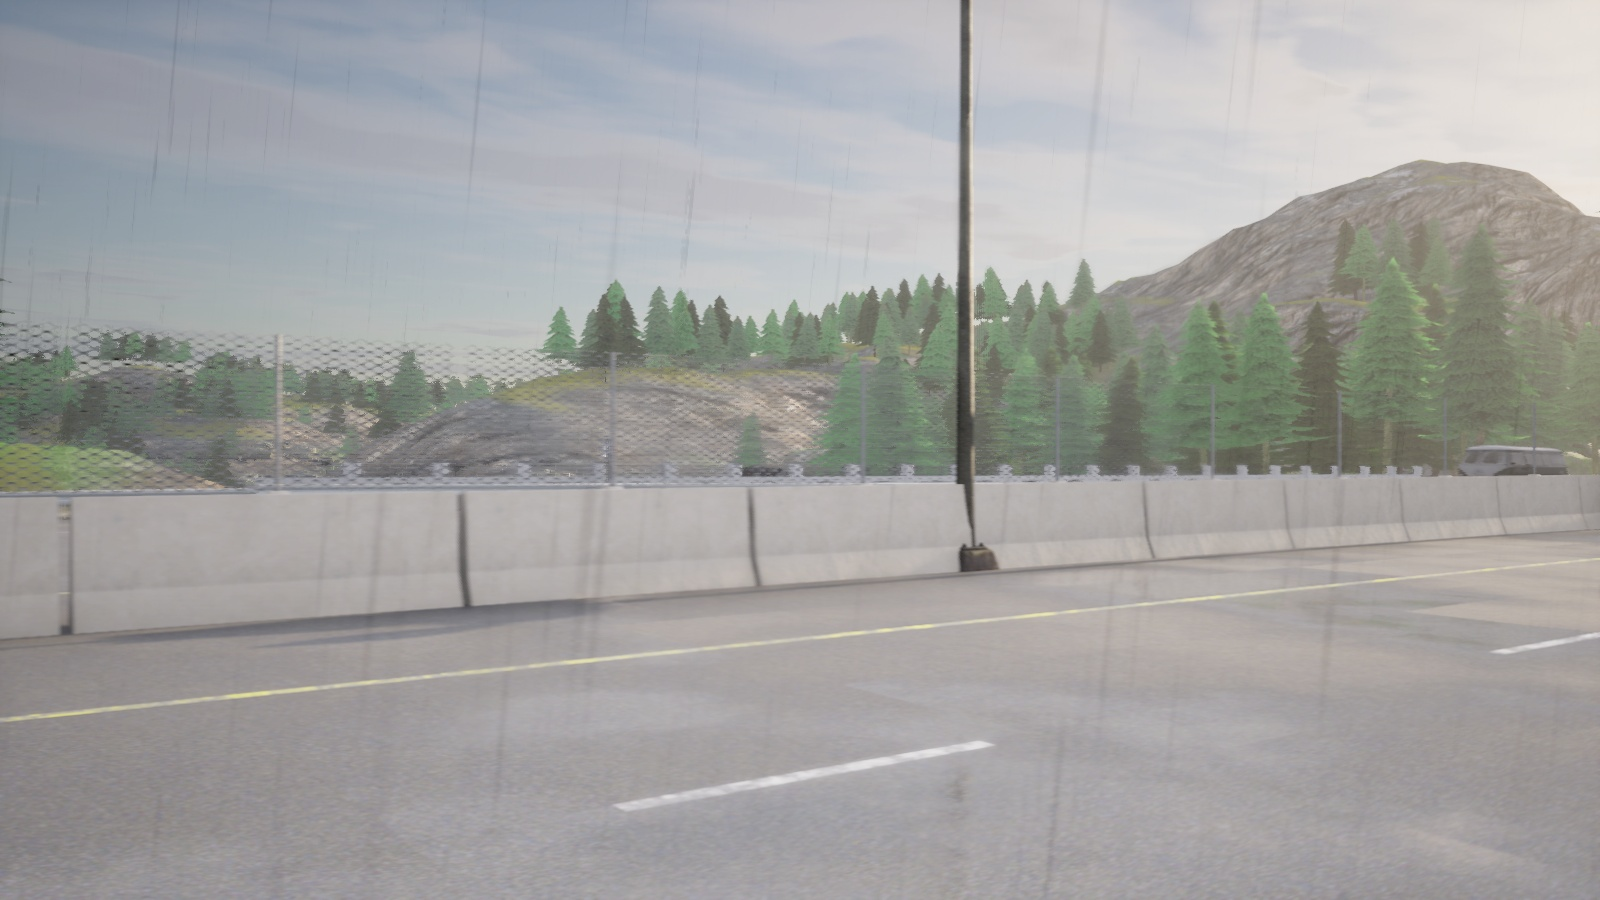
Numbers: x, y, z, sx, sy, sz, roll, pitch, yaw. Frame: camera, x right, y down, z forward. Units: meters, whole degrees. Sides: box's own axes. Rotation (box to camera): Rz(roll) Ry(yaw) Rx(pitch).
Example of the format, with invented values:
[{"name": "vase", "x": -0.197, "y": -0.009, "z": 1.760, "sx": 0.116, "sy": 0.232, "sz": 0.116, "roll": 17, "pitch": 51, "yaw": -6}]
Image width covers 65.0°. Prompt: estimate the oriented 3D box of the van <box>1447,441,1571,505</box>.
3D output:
[{"name": "van", "x": 23.268, "y": 0.759, "z": 41.176, "sx": 4.442, "sy": 1.987, "sz": 1.775, "roll": 1, "pitch": -1, "yaw": -35}]
